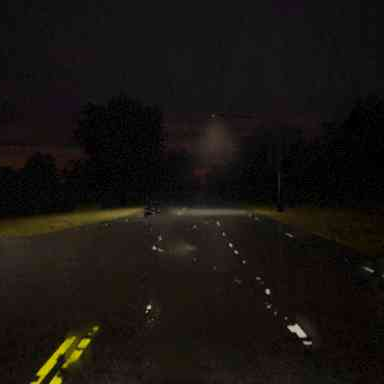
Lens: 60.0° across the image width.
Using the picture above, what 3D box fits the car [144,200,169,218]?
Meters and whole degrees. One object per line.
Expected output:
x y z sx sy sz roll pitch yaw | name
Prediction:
-3.169 1.543 30.512 1.837 1.490 4.892 0 0 2 | car
